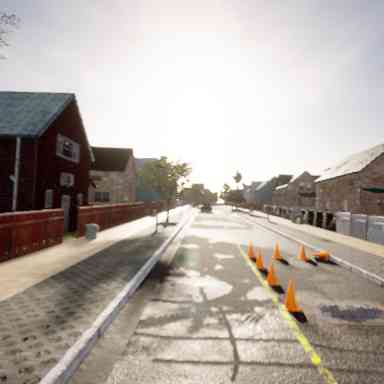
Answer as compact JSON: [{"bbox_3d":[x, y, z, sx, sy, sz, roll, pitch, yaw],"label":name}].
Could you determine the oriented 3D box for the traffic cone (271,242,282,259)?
[{"bbox_3d":[3.294,2.254,12.896,0.340,0.580,0.340,2,-1,2],"label":"traffic cone"}]

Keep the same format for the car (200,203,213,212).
[{"bbox_3d":[2.331,2.480,53.715,1.837,1.490,4.892,2,-1,2],"label":"car"}]

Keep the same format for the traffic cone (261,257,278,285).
[{"bbox_3d":[2.140,2.155,8.938,0.340,0.580,0.340,2,-1,2],"label":"traffic cone"}]

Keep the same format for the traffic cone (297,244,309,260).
[{"bbox_3d":[4.292,2.290,12.856,0.340,0.580,0.340,2,-1,2],"label":"traffic cone"}]

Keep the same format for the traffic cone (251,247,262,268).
[{"bbox_3d":[2.218,2.186,10.937,0.340,0.580,0.340,2,-1,2],"label":"traffic cone"}]

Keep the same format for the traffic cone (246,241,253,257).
[{"bbox_3d":[2.297,2.218,12.935,0.340,0.580,0.340,2,-1,2],"label":"traffic cone"}]

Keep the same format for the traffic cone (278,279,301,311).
[{"bbox_3d":[2.061,2.124,6.940,0.340,0.580,0.340,2,-1,2],"label":"traffic cone"}]
